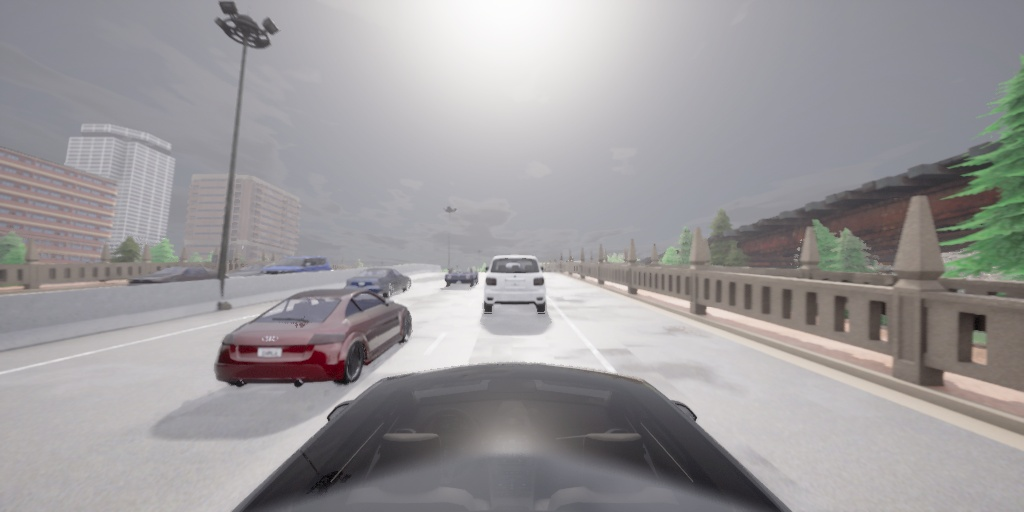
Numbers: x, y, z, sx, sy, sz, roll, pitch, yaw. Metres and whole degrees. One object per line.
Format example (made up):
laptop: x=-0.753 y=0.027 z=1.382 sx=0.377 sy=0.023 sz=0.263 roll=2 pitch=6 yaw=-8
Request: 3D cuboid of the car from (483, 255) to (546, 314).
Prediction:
car: x=0.098 y=0.997 z=14.165 sx=2.150 sy=2.045 sz=5.566 roll=0 pitch=0 yaw=0

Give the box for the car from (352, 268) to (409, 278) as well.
car: x=-6.903 y=1.333 z=18.977 sx=2.033 sy=1.411 sz=5.357 roll=0 pitch=0 yaw=0

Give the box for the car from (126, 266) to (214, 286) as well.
car: x=-21.103 y=1.341 z=22.991 sx=2.033 sy=1.411 sz=5.357 roll=0 pitch=0 yaw=0

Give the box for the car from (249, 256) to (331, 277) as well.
car: x=-14.103 y=1.019 z=23.692 sx=2.150 sy=2.045 sz=5.566 roll=0 pitch=0 yaw=0

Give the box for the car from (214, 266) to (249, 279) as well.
car: x=-17.602 y=1.289 z=25.089 sx=2.128 sy=1.511 sz=4.902 roll=0 pitch=0 yaw=0

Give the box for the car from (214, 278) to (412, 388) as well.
car: x=-3.402 y=1.325 z=7.042 sx=1.994 sy=1.385 sz=4.181 roll=0 pitch=0 yaw=0

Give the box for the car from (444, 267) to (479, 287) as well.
car: x=-3.403 y=1.399 z=25.145 sx=1.895 sy=1.301 sz=4.718 roll=0 pitch=0 yaw=0
